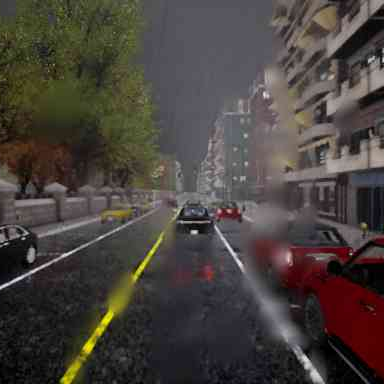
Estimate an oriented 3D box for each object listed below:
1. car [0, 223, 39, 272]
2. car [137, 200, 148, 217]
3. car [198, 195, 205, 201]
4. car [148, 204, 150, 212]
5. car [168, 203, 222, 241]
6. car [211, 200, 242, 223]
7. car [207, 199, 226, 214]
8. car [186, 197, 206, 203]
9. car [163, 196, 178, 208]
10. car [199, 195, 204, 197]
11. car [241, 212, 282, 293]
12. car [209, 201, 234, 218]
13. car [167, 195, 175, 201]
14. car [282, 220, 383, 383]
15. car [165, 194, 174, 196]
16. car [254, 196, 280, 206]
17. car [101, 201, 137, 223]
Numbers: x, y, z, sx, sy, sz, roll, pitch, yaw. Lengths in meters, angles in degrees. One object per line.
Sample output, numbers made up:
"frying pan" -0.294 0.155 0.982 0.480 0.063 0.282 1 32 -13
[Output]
"car" -5.692 1.554 8.863 2.008 1.369 4.403 0 0 0
"car" -5.694 1.571 31.384 2.008 1.369 4.403 0 0 0
"car" 2.681 1.657 91.653 1.887 1.381 4.507 0 0 0
"car" -5.695 1.552 36.845 1.752 1.417 4.829 0 0 0
"car" 0.099 1.499 16.565 2.128 1.511 4.902 0 0 0
"car" 2.686 1.455 25.755 1.967 1.590 4.097 0 0 0
"car" 2.686 1.552 37.187 1.752 1.417 4.829 0 0 0
"car" 0.098 1.513 32.653 2.128 1.511 4.902 0 0 0
"car" -3.004 1.613 47.610 1.994 1.385 4.181 0 0 0
"car" 2.681 1.627 86.288 1.752 1.417 4.829 0 0 0
"car" 2.688 1.444 8.865 1.967 1.590 4.097 0 0 0
"car" 2.687 1.586 31.386 1.947 1.339 4.313 0 0 0
"car" -5.700 1.553 91.652 1.967 1.590 4.097 0 0 0
"car" 2.688 1.316 3.234 2.192 1.841 5.009 0 0 0
"car" -5.699 1.406 80.582 2.192 1.841 5.009 0 0 0
"car" 14.611 1.652 64.010 5.009 1.841 2.192 1 -1 0
"car" -5.694 1.540 25.584 1.752 1.417 4.829 0 0 0
